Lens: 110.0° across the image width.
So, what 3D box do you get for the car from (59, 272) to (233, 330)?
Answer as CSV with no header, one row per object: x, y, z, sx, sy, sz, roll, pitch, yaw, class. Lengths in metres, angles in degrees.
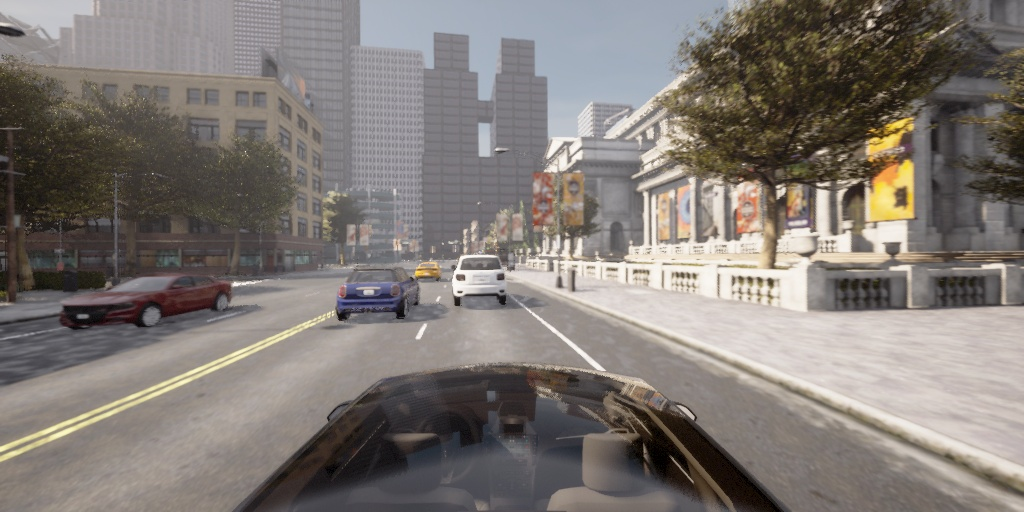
-11.630,1.328,11.924,1.882,1.535,5.008,-1,0,-8,car

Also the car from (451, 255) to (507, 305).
-1.545,0.982,16.308,2.150,2.045,5.566,0,0,-8,car

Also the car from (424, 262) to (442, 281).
-7.154,1.284,31.105,1.882,1.535,5.008,-1,0,-8,car

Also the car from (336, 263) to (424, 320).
-4.670,1.141,13.148,2.097,1.767,4.553,-1,0,-7,car
